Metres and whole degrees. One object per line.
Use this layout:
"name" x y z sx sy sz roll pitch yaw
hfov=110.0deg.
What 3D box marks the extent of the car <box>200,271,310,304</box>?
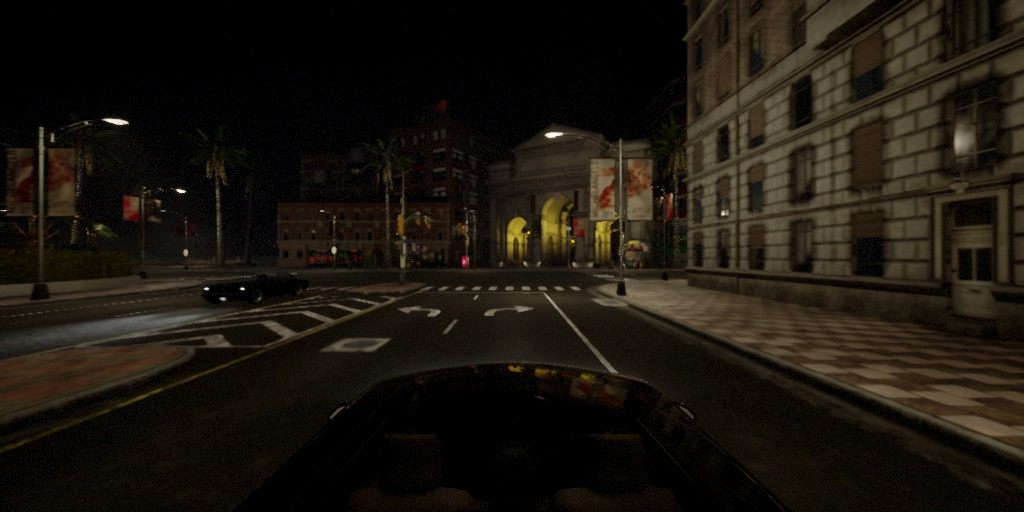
"car" -11.499 1.402 16.479 1.895 1.301 4.718 0 0 0
